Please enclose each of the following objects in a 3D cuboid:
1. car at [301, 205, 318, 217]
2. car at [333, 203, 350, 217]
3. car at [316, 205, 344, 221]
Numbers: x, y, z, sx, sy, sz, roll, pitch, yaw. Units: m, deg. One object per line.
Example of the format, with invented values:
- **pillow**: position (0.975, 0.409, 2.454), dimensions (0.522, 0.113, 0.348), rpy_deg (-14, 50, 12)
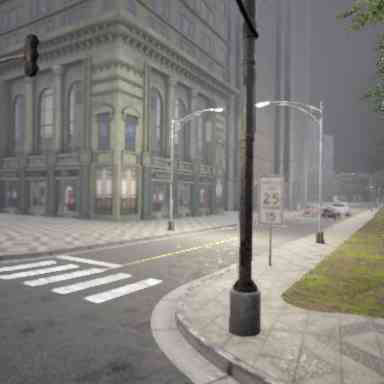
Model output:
- **car**: position (16.791, 2.592, 46.509), dimensions (2.097, 1.767, 4.553), rpy_deg (1, -1, 31)
- **car**: position (22.345, 2.624, 49.980), dimensions (2.150, 2.045, 5.566), rpy_deg (1, -1, 31)
- **car**: position (17.085, 2.683, 41.066), dimensions (1.837, 1.490, 4.892), rpy_deg (1, -1, 32)
